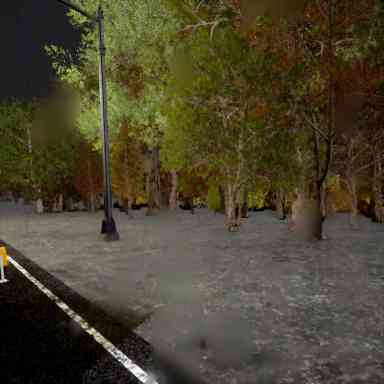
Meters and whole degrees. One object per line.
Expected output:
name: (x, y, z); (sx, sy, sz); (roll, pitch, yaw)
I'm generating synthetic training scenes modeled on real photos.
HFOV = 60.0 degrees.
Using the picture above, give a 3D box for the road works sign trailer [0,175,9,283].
road works sign trailer: (-6.462, 0.537, 8.875); (2.380, 3.560, 2.880); (-3, 2, -38)
